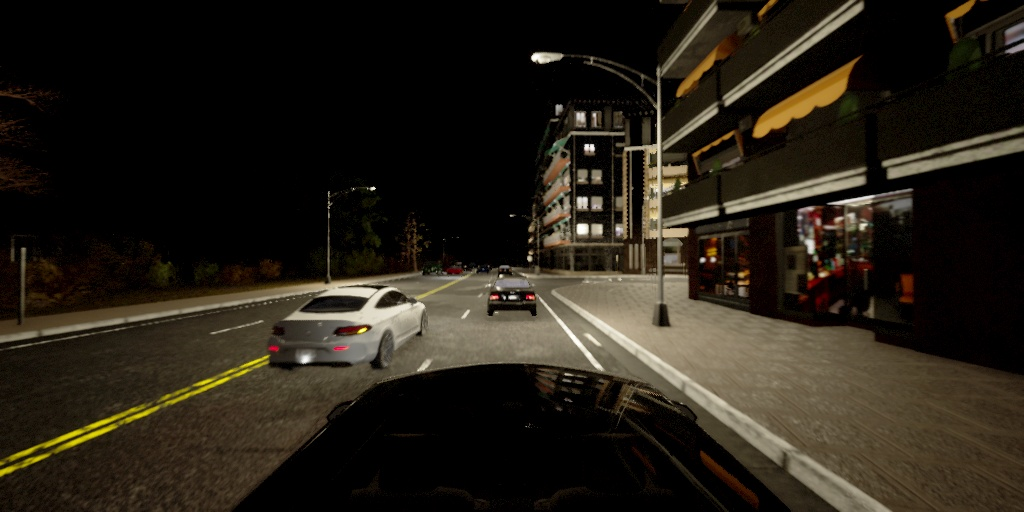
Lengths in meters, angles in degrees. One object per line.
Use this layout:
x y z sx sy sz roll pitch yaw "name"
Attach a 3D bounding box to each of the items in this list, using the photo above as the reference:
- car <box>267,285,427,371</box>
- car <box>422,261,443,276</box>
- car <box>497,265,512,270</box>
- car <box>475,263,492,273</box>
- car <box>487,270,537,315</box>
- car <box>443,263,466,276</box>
-3.181 1.362 7.804 1.812 1.442 4.674 0 -1 0 "car"
-10.993 1.671 49.835 2.150 2.045 5.566 0 -1 -2 "car"
-1.013 1.982 49.365 2.033 1.411 5.357 0 -1 -3 "car"
-4.833 2.173 61.003 1.994 1.385 4.181 0 -1 -3 "car"
-0.013 1.476 14.542 2.033 1.411 5.357 0 -1 -1 "car"
-7.685 2.027 48.532 1.895 1.301 4.718 0 -1 -2 "car"
